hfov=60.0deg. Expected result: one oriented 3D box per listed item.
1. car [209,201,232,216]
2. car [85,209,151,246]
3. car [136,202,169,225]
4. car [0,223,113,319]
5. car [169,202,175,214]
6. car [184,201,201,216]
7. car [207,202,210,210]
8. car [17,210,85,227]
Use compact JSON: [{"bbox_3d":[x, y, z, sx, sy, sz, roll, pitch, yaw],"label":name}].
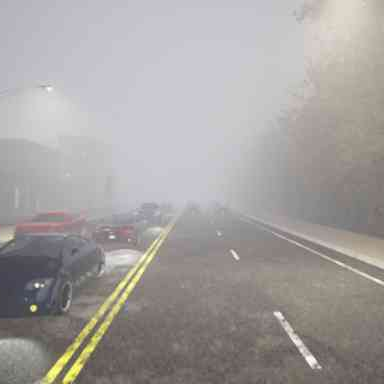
[{"bbox_3d":[3.346,1.975,38.061,1.895,1.301,4.718,0,-1,0],"label":"car"},{"bbox_3d":[-3.352,1.721,15.960,1.994,1.385,4.181,0,-1,0],"label":"car"},{"bbox_3d":[-3.338,1.614,26.670,2.097,1.767,4.553,0,0,1],"label":"car"},{"bbox_3d":[-3.352,1.639,7.515,1.994,1.385,4.181,0,-1,0],"label":"car"},{"bbox_3d":[-3.254,2.005,42.087,1.994,1.385,4.181,0,-1,0],"label":"car"},{"bbox_3d":[0.092,1.976,38.233,1.895,1.301,4.718,0,-1,0],"label":"car"},{"bbox_3d":[3.249,2.022,48.507,2.033,1.411,5.357,0,-1,0],"label":"car"},{"bbox_3d":[-6.600,1.636,16.034,1.882,1.535,5.008,0,-1,0],"label":"car"}]
